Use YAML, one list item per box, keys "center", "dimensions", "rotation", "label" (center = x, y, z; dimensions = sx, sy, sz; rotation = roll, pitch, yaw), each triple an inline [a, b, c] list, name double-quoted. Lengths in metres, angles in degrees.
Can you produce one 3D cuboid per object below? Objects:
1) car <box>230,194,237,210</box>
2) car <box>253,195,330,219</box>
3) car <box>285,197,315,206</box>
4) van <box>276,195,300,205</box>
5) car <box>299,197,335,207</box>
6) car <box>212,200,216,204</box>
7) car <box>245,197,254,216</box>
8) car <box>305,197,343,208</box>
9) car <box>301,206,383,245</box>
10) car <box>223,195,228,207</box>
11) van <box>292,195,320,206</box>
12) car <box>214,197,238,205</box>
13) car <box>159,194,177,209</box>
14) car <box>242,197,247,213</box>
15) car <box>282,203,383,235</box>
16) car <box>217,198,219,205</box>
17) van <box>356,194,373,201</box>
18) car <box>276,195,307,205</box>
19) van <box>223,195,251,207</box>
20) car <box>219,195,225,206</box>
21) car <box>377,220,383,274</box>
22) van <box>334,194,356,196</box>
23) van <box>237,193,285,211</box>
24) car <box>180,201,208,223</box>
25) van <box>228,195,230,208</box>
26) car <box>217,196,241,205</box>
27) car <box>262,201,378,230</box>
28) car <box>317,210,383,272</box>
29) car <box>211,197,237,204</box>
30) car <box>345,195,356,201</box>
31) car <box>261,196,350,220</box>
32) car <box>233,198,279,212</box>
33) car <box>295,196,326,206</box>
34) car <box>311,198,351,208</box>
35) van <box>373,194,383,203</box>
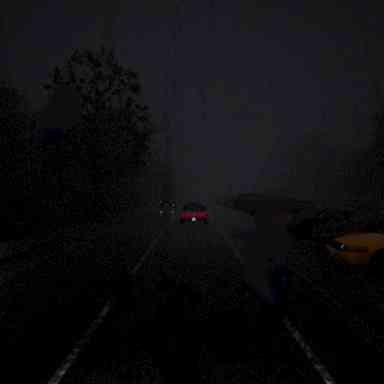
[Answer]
- center: [7.134, 1.149, 34.834]
  dimensions: [5.566, 2.045, 2.435]
  rotation: [0, 0, 0]
  label: "car"
- center: [7.039, 1.303, 23.729]
  dimensions: [4.553, 1.767, 2.185]
  rotation: [0, 0, 0]
  label: "car"
- center: [20.269, 1.756, 62.322]
  dimensions: [4.892, 1.521, 2.231]
  rotation: [0, -1, 0]
  label: "car"
- center: [20.420, 1.668, 70.752]
  dimensions: [4.442, 1.987, 1.878]
  rotation: [0, -1, 0]
  label: "van"
- center: [20.243, 1.644, 54.137]
  dimensions: [5.008, 1.535, 2.097]
  rotation: [0, -1, 0]
  label: "car"
- center: [7.168, 1.510, 62.577]
  dimensions: [5.566, 2.045, 2.435]
  rotation: [0, -1, 0]
  label: "car"
- center: [7.074, 1.421, 26.506]
  dimensions: [5.008, 1.535, 2.097]
  rotation: [0, 0, 0]
  label: "car"
- center: [20.234, 1.605, 51.241]
  dimensions: [5.008, 1.535, 2.097]
  rotation: [0, -1, 0]
  label: "car"
- center: [7.041, 1.457, 12.625]
  dimensions: [4.892, 1.521, 2.231]
  rotation: [0, 0, 0]
  label: "car"
- center: [7.112, 1.565, 45.919]
  dimensions: [4.792, 1.488, 2.163]
  rotation: [0, -1, 0]
  label: "car"
- center: [20.383, 1.491, 59.554]
  dimensions: [4.442, 1.987, 1.878]
  rotation: [0, -1, 0]
  label: "van"
- center: [7.228, 1.900, 70.893]
  dimensions: [4.892, 1.521, 2.231]
  rotation: [0, -1, 0]
  label: "car"
- center: [-3.263, 1.282, 45.389]
  dimensions: [2.150, 2.045, 5.566]
  rotation: [0, -1, 0]
  label: "car"
- center: [7.091, 1.454, 29.282]
  dimensions: [4.674, 1.452, 2.002]
  rotation: [0, 0, 0]
  label: "car"
- center: [7.037, 1.450, 15.401]
  dimensions: [4.892, 1.521, 2.231]
  rotation: [0, 0, 0]
  label: "car"
- center: [7.180, 1.726, 57.022]
  dimensions: [4.674, 1.452, 2.002]
  rotation: [0, -1, 0]
  label: "car"
- center: [20.069, 1.171, 34.774]
  dimensions: [4.442, 1.987, 1.878]
  rotation: [0, 0, 0]
  label: "van"
- center: [20.321, 1.586, 67.861]
  dimensions: [5.566, 2.045, 2.435]
  rotation: [0, -1, 0]
  label: "car"
- center: [7.286, 1.422, 54.249]
  dimensions: [4.442, 1.987, 1.878]
  rotation: [0, -1, 0]
  label: "van"
- center: [7.165, 1.610, 51.470]
  dimensions: [5.008, 1.535, 2.097]
  rotation: [0, -1, 0]
  label: "car"
- center: [6.987, 1.500, 7.073]
  dimensions: [4.792, 1.488, 2.163]
  rotation: [0, 0, 0]
  label: "car"
- center: [20.086, 1.229, 40.166]
  dimensions: [4.442, 1.987, 1.878]
  rotation: [0, -1, 0]
  label: "van"
- center: [6.980, 1.181, 32.058]
  dimensions: [4.442, 1.987, 1.878]
  rotation: [0, 0, 0]
  label: "van"
- center: [0.129, 1.543, 24.512]
  dimensions: [1.895, 1.301, 4.718]
  rotation: [0, 0, 0]
  label: "car"
- center: [7.007, 1.234, 40.370]
  dimensions: [4.442, 1.987, 1.878]
  rotation: [0, -1, 0]
  label: "van"
- center: [7.236, 1.676, 65.347]
  dimensions: [4.553, 1.767, 2.185]
  rotation: [0, -1, 0]
  label: "car"
- center: [6.867, 1.439, 18.178]
  dimensions: [5.366, 1.575, 1.946]
  rotation: [0, 0, 0]
  label: "car"
- center: [6.840, 1.460, 9.850]
  dimensions: [5.366, 1.575, 1.946]
  rotation: [0, 0, 0]
  label: "car"
- center: [7.046, 1.957, 73.662]
  dimensions: [5.366, 1.575, 1.946]
  rotation: [0, -1, 0]
  label: "car"
- center: [20.200, 1.417, 37.392]
  dimensions: [5.008, 1.535, 2.097]
  rotation: [0, -1, 0]
  label: "car"
- center: [7.030, 1.310, 20.953]
  dimensions: [4.553, 1.767, 2.185]
  rotation: [0, 0, 0]
  label: "car"
- center: [7.144, 1.452, 37.584]
  dimensions: [4.792, 1.488, 2.163]
  rotation: [0, 0, 0]
  label: "car"
- center: [20.226, 1.554, 56.784]
  dimensions: [4.553, 1.767, 2.185]
  rotation: [0, -1, 0]
  label: "car"
- center: [20.224, 1.568, 48.471]
  dimensions: [4.892, 1.521, 2.231]
  rotation: [0, -1, 0]
  label: "car"
- center: [20.293, 1.178, 31.871]
  dimensions: [4.442, 1.987, 1.878]
  rotation: [0, 0, 0]
  label: "van"
